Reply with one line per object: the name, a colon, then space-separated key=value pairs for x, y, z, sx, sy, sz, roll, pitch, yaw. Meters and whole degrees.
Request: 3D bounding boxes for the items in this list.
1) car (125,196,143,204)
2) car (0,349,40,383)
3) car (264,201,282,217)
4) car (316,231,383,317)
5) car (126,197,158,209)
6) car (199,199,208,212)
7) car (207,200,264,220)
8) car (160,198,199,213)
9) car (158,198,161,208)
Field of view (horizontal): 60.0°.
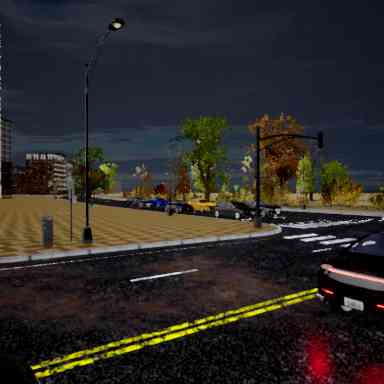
car: x=-12.017 y=1.656 z=68.837 sx=2.033 sy=1.411 sz=5.357 roll=0 pitch=0 yaw=-29
car: x=-3.116 y=1.492 z=1.185 sx=4.902 sy=1.511 sz=2.128 roll=0 pitch=0 yaw=-36
car: x=6.286 y=1.534 z=31.280 sx=2.128 sy=1.511 sz=4.902 roll=0 pitch=0 yaw=-32
car: x=4.466 y=1.489 z=6.432 sx=4.902 sy=1.511 sz=2.128 roll=0 pitch=0 yaw=-34
car: x=-7.131 y=1.593 z=46.976 sx=2.128 sy=1.511 sz=4.902 roll=0 pitch=0 yaw=-31
car: x=1.052 y=1.543 z=39.746 sx=1.882 sy=1.535 sz=5.008 roll=0 pitch=0 yaw=-32
car: x=3.740 y=1.559 z=29.219 sx=1.837 sy=1.490 sz=4.892 roll=0 pitch=0 yaw=-32
car: x=-1.478 y=1.642 z=37.650 sx=1.994 sy=1.385 sz=4.181 roll=0 pitch=0 yaw=-32
car: x=-4.900 y=1.567 z=49.590 sx=1.882 sy=1.535 sz=5.008 roll=0 pitch=0 yaw=-31
